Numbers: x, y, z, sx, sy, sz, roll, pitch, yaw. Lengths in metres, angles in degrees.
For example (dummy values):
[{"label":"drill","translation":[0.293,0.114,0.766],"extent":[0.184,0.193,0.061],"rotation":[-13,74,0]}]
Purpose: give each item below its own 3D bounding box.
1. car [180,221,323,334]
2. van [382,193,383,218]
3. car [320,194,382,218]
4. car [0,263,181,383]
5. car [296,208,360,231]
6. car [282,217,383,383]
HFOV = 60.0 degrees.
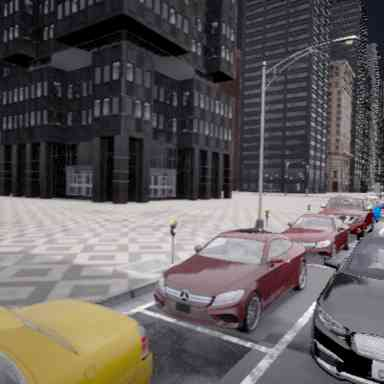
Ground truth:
[{"label":"car","translation":[1.058,1.440,6.582],"extent":[1.802,1.307,4.206],"rotation":[2,2,34]},{"label":"van","translation":[10.662,1.100,20.646],"extent":[1.690,1.788,3.998],"rotation":[2,2,34]},{"label":"car","translation":[7.463,1.107,15.955],"extent":[2.192,1.841,5.009],"rotation":[2,2,34]},{"label":"car","translation":[-2.236,1.417,1.750],"extent":[1.752,1.417,4.829],"rotation":[2,2,34]},{"label":"car","translation":[4.257,1.407,11.272],"extent":[1.802,1.307,4.206],"rotation":[2,2,34]},{"label":"car","translation":[3.292,1.438,5.118],"extent":[2.128,1.511,4.902],"rotation":[2,2,35]}]
